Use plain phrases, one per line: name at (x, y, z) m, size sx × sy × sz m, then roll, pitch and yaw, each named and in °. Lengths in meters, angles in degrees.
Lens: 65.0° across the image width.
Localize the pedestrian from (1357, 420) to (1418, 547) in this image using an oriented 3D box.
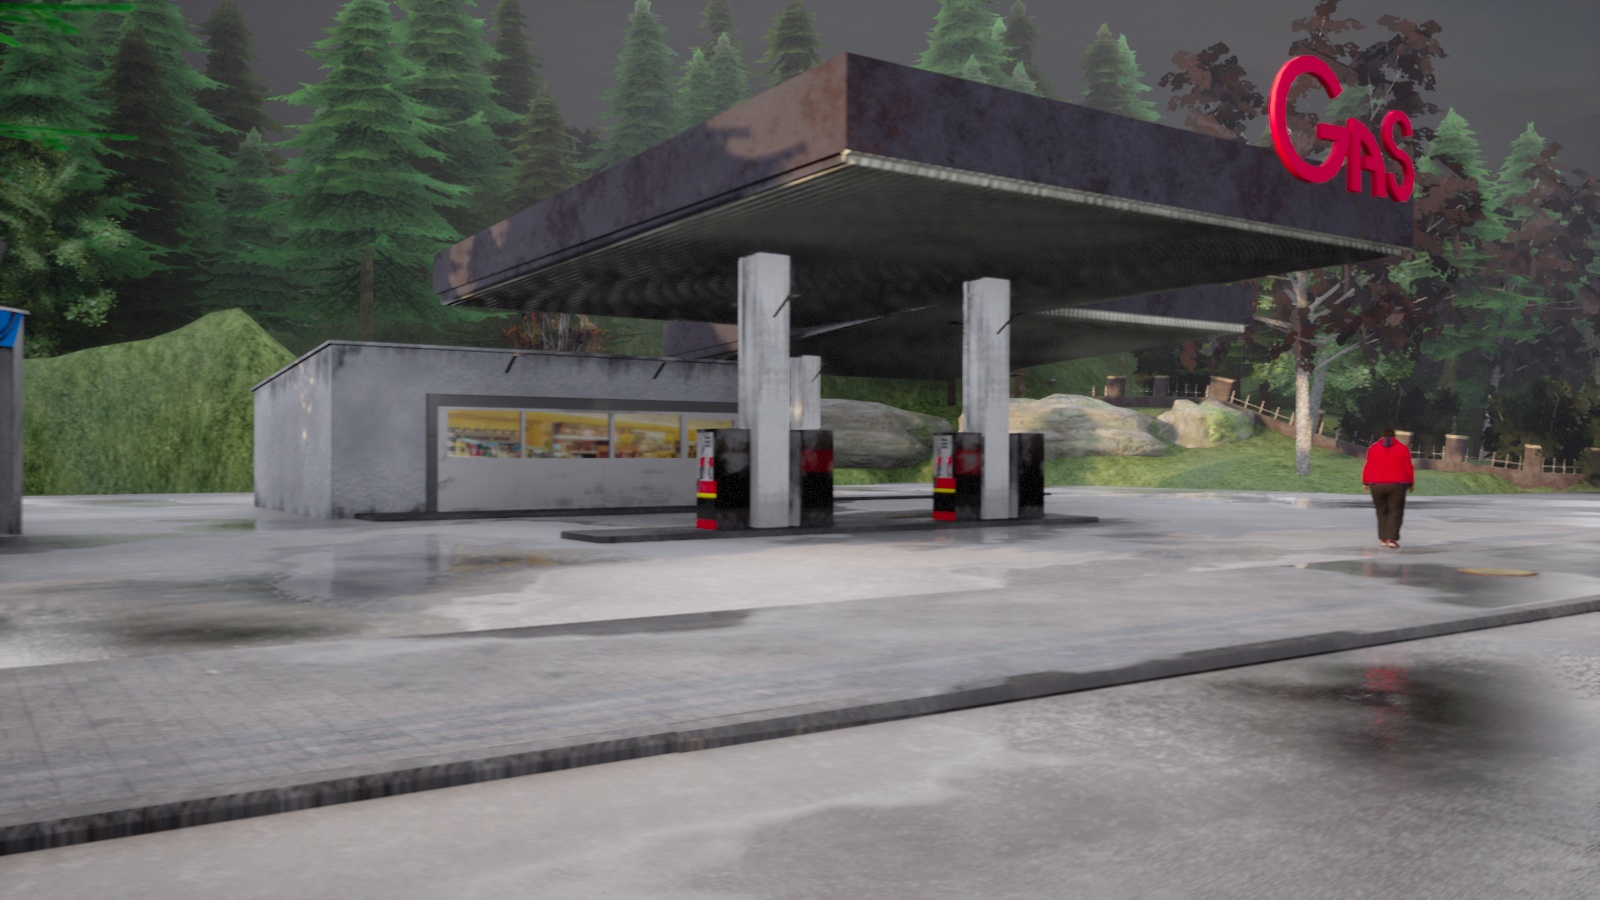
pedestrian at (8.805, 0.492, 18.805) m, size 0.634 × 1.844 × 0.899 m, roll 0°, pitch 0°, yaw 38°
